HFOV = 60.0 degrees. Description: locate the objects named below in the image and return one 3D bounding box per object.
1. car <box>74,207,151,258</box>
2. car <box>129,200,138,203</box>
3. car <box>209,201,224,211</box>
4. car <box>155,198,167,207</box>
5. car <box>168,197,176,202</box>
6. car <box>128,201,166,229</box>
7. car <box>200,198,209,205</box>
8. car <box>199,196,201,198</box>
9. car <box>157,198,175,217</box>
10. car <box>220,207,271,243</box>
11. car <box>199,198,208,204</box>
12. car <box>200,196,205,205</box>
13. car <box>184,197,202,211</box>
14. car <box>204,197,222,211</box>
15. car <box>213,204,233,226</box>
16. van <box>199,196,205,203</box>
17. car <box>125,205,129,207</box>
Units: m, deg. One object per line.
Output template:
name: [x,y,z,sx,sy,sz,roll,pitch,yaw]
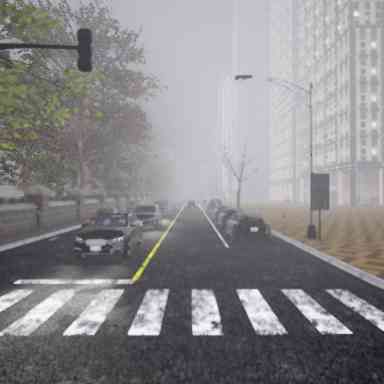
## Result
car: [-3.100,1.564,13.147,2.128,1.511,4.902,0,0,0]
car: [-5.685,1.629,33.349,1.967,1.590,4.097,0,0,0]
car: [2.694,1.722,27.715,1.947,1.339,4.313,0,0,0]
car: [-5.684,1.912,61.509,1.887,1.381,4.507,0,0,0]
car: [-5.681,2.127,95.133,1.752,1.417,4.829,0,0,0]
car: [-3.095,1.633,22.965,1.837,1.490,4.892,0,0,0]
car: [2.698,2.024,72.773,1.802,1.307,4.206,0,0,0]
car: [0.005,1.864,53.736,2.033,1.411,5.357,0,0,0]
car: [-3.075,1.681,33.346,2.128,1.511,4.902,0,0,0]
car: [2.693,1.658,16.450,1.947,1.339,4.313,0,0,0]
car: [2.698,2.063,78.405,1.802,1.307,4.206,0,0,0]
car: [2.697,1.955,67.140,2.008,1.369,4.403,0,0,0]
car: [0.003,1.781,44.153,1.812,1.442,4.674,0,0,0]
car: [3.117,1.612,44.733,2.097,1.767,4.553,0,0,0]
car: [2.693,1.689,22.083,1.947,1.339,4.313,0,0,0]
van: [2.699,1.902,89.672,1.690,1.788,3.998,0,0,0]
car: [-5.687,1.705,22.083,1.802,1.307,4.206,0,0,0]
